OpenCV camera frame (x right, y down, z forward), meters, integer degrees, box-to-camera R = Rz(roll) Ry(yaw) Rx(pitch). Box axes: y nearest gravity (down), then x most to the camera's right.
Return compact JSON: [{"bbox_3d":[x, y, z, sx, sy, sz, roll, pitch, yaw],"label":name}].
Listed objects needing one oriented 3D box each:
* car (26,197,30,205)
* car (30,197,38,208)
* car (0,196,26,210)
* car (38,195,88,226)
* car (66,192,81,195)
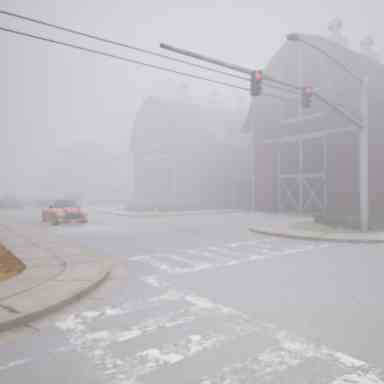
[{"bbox_3d":[-24.902,1.487,50.763,2.033,1.411,5.357,0,0,-37],"label":"car"},{"bbox_3d":[-19.099,1.363,42.979,1.882,1.535,5.008,-1,0,-36],"label":"car"},{"bbox_3d":[-23.053,1.293,42.325,2.097,1.767,4.553,-1,0,-36],"label":"car"},{"bbox_3d":[-8.880,1.303,23.094,2.097,1.767,4.553,0,0,-37],"label":"car"},{"bbox_3d":[-17.613,1.065,47.915,3.866,1.878,1.905,-2,6,11],"label":"car"}]
